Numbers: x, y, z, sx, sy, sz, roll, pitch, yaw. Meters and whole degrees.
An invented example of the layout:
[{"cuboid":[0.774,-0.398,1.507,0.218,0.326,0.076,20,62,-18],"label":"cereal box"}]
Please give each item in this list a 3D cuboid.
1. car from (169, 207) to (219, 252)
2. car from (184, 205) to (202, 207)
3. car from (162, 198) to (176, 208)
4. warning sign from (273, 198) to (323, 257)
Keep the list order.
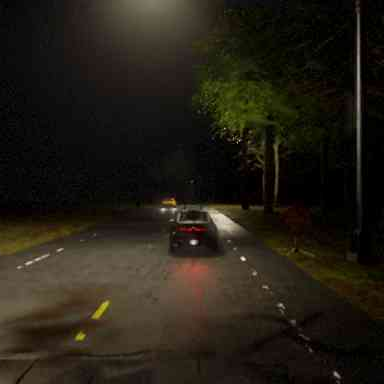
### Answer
[{"cuboid":[0.071,1.559,14.164,1.837,1.490,4.892,0,-1,0],"label":"car"},{"cuboid":[0.074,1.723,28.361,1.895,1.301,4.718,0,0,0],"label":"car"},{"cuboid":[-3.554,1.721,51.907,1.882,1.535,5.008,0,0,0],"label":"car"},{"cuboid":[3.581,1.161,11.329,1.300,1.860,1.060,2,1,0],"label":"warning sign"}]
